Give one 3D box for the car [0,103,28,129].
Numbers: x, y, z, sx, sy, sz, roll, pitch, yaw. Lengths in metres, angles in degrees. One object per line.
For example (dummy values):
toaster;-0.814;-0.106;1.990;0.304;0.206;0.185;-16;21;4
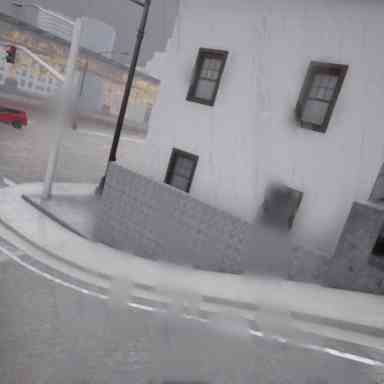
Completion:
car;-18.799;-7.521;32.114;2.150;2.045;5.566;24;14;34
